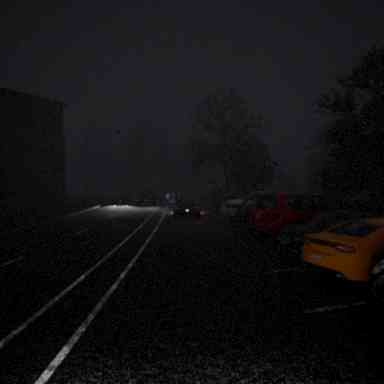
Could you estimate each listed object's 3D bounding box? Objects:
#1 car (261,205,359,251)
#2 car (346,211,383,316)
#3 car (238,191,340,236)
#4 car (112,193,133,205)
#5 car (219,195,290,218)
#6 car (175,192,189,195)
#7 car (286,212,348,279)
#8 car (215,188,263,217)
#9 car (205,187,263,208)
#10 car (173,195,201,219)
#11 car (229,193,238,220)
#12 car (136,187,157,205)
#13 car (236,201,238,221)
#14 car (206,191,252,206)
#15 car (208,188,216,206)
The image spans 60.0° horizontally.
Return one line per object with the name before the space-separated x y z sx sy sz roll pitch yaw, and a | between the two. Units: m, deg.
car | 5.227 1.398 11.666 4.892 1.521 2.231 0 1 -21
car | 5.326 1.320 5.729 4.553 1.767 2.185 1 1 -21
car | 5.191 1.107 14.653 5.566 2.045 2.435 0 1 -21
car | -8.050 0.793 38.779 1.994 1.385 4.181 0 2 -3
car | 4.985 1.102 26.615 5.366 1.575 1.946 0 1 -22
car | -1.117 0.756 40.988 1.895 1.301 4.718 0 2 -3
car | 5.258 1.424 8.696 5.008 1.535 2.097 1 0 -21
car | 4.899 0.933 23.540 5.566 2.045 2.435 0 2 -22
car | 4.458 0.574 35.446 5.566 2.045 2.435 0 2 -23
car | -0.402 1.211 25.350 1.994 1.385 4.181 0 1 -2
car | 4.987 1.126 20.575 4.553 1.767 2.185 0 1 -22
car | -5.266 0.440 39.236 2.150 2.045 5.566 0 2 -3
car | 5.119 1.340 17.631 4.792 1.488 2.163 0 1 -22
car | 4.274 0.731 38.407 4.892 1.521 2.231 0 2 -23
car | 4.548 0.670 32.446 5.566 2.045 2.435 0 2 -23
